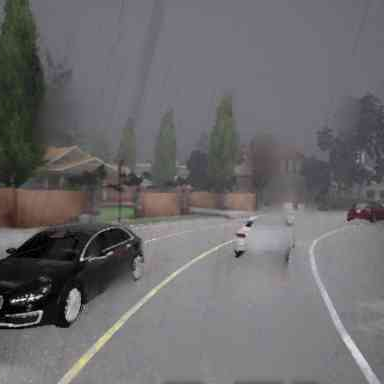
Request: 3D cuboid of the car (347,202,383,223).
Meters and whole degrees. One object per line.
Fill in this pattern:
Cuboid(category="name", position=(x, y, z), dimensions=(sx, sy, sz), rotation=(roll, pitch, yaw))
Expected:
Cuboid(category="car", position=(15.396, 1.664, 28.657), dimensions=(4.553, 1.767, 2.097), rotation=(1, -1, -37))

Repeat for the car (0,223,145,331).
Cuboid(category="car", position=(-2.547, 1.495, 7.194), dimensions=(1.837, 1.490, 4.892), rotation=(0, 0, 13))

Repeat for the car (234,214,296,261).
Cuboid(category="car", position=(2.855, 1.574, 12.587), dimensions=(1.812, 1.442, 4.674), rotation=(0, 0, 20))

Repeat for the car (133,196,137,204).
Cuboid(category="car", position=(-6.116, 0.809, 42.018), dimensions=(1.816, 1.474, 4.193), rotation=(-2, 1, -26))
